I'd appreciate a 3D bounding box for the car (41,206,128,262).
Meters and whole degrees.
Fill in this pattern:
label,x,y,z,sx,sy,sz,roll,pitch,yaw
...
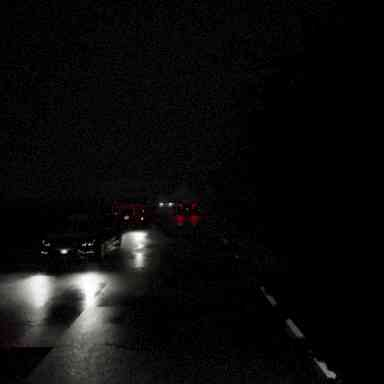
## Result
label,x,y,z,sx,sy,sz,roll,pitch,yaw
car,-3.801,1.499,12.209,1.837,1.490,4.892,0,0,-1

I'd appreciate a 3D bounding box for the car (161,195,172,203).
label,x,y,z,sx,sy,sz,roll,pitch,yaw
car,-4.583,1.214,60.623,1.882,1.535,5.008,0,1,-1

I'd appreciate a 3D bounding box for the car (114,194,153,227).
label,x,y,z,sx,sy,sz,roll,pitch,yaw
car,-3.982,1.181,22.925,2.150,2.045,5.566,0,0,-1

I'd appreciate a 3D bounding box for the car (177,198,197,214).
label,x,y,z,sx,sy,sz,roll,pitch,yaw
car,-0.489,1.419,33.603,1.812,1.442,4.674,0,0,-1

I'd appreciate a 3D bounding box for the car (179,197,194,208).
label,x,y,z,sx,sy,sz,roll,pitch,yaw
car,-0.771,1.416,45.161,1.895,1.301,4.718,0,0,-1
